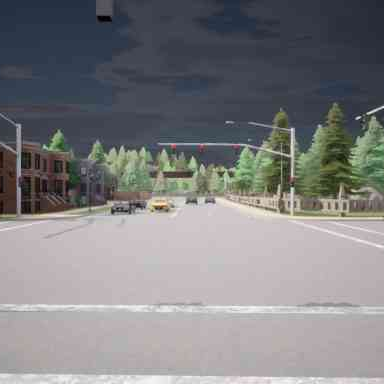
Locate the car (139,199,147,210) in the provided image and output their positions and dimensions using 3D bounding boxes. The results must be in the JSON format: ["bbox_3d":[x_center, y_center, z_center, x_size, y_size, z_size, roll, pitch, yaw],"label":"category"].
[{"bbox_3d":[-7.124,1.601,43.587,1.895,1.301,4.718,0,0,0],"label":"car"}]

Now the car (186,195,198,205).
[{"bbox_3d":[-0.052,1.352,60.203,2.097,1.767,4.553,0,0,0],"label":"car"}]

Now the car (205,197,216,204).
[{"bbox_3d":[3.545,1.564,65.183,1.994,1.385,4.181,0,0,0],"label":"car"}]

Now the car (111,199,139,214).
[{"bbox_3d":[-7.127,1.564,34.835,1.994,1.385,4.181,0,0,0],"label":"car"}]

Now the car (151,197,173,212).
[{"bbox_3d":[-3.627,1.478,38.810,1.882,1.535,5.008,0,0,0],"label":"car"}]
